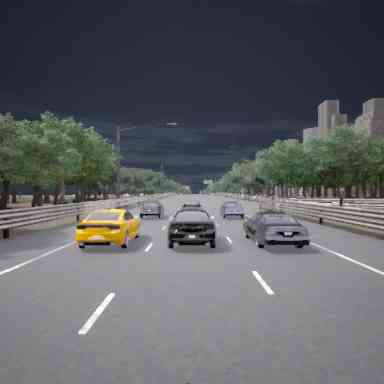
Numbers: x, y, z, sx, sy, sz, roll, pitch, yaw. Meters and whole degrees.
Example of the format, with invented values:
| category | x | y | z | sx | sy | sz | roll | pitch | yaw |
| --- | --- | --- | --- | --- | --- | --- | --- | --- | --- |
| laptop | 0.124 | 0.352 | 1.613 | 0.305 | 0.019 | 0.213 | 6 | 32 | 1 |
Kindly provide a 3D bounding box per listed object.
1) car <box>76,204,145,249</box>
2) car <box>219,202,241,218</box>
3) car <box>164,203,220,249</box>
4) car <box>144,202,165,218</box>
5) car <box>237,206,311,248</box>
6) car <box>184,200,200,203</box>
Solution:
| category | x | y | z | sx | sy | sz | roll | pitch | yaw |
| --- | --- | --- | --- | --- | --- | --- | --- | --- | --- |
| car | -3.500 | 1.485 | 14.650 | 1.882 | 1.535 | 5.008 | 0 | 0 | 0 |
| car | 3.500 | 1.560 | 29.650 | 2.033 | 1.411 | 5.357 | 0 | 0 | 0 |
| car | 0.000 | 1.485 | 14.650 | 1.882 | 1.535 | 5.008 | 0 | 0 | 0 |
| car | -3.500 | 1.559 | 29.650 | 2.033 | 1.411 | 5.357 | 0 | 0 | 0 |
| car | 3.500 | 1.563 | 14.650 | 2.033 | 1.411 | 5.357 | 0 | 0 | 0 |
| car | 0.000 | 1.492 | 29.650 | 2.128 | 1.511 | 4.902 | 0 | 0 | 0 |
